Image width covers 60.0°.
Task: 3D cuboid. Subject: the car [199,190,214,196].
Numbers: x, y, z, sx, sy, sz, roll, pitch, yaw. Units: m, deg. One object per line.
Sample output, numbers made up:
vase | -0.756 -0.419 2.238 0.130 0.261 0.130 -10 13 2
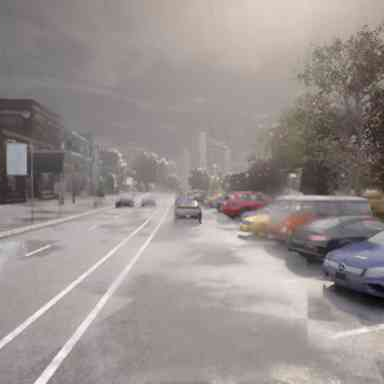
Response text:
car | 3.826 1.026 46.242 4.553 1.767 2.185 1 0 -24

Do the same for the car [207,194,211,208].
car | 4.516 1.220 34.380 4.892 1.521 2.231 1 1 -23

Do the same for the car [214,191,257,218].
car | 4.897 1.028 25.491 5.566 2.045 2.435 1 0 -22

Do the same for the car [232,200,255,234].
car | 4.949 1.343 16.500 5.366 1.575 1.946 1 1 -21

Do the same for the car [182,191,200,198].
car | -0.229 0.578 90.650 4.553 1.767 2.185 0 2 -27

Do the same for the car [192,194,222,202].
car | 2.772 1.087 61.068 5.008 1.535 2.097 1 0 -25

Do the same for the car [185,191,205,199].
car | 0.753 0.787 81.764 4.553 1.767 2.185 0 1 -27

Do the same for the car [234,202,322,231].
car | 5.050 1.364 19.539 4.674 1.452 2.002 1 1 -22

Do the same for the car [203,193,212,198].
car | 4.176 1.213 40.306 4.792 1.488 2.163 1 1 -23

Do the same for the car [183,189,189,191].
car | 1.437 0.751 75.878 5.566 2.045 2.435 0 0 -26

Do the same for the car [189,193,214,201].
car | 1.988 1.050 69.946 5.008 1.535 2.097 0 0 -26

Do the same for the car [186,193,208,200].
car | 1.125 0.992 78.840 4.792 1.488 2.163 0 1 -26

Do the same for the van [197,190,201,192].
van | 3.569 0.899 52.232 4.442 1.987 1.878 1 0 -24

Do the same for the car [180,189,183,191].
car | 0.425 0.602 84.712 5.566 2.045 2.435 0 2 -27

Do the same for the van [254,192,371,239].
van | 5.078 1.145 13.552 4.442 1.987 1.878 1 1 -21

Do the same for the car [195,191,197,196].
car | 3.027 1.099 58.101 5.008 1.535 2.097 1 0 -25

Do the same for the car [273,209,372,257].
car | 5.230 1.438 10.630 4.674 1.452 2.002 1 0 -21

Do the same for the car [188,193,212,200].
car | 1.717 1.032 72.903 4.892 1.521 2.231 0 1 -26

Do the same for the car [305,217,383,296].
car | 5.247 1.463 7.676 4.674 1.452 2.002 0 1 -20

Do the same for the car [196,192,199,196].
car | 3.673 1.137 49.212 5.008 1.535 2.097 1 1 -24

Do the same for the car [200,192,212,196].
car | 4.031 1.167 43.286 5.008 1.535 2.097 1 0 -24

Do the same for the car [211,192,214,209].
car | 4.608 1.112 31.407 4.553 1.767 2.185 1 0 -23

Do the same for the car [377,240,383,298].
car | 5.287 1.488 4.729 4.674 1.452 2.002 1 0 -21

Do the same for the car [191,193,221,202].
car | 2.697 1.074 64.107 5.366 1.575 1.946 1 0 -25

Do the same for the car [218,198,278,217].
car | 4.763 1.298 28.444 4.674 1.452 2.002 1 1 -22

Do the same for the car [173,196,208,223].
car | -0.311 1.304 23.427 2.128 1.511 4.902 0 1 -2

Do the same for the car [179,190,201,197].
car | -0.648 0.366 93.561 5.566 2.045 2.435 0 2 -27

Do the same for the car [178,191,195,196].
car | -1.101 1.050 41.265 2.097 1.767 4.553 0 0 -3

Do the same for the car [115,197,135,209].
car | -8.230 1.311 40.954 1.895 1.301 4.718 0 0 -3

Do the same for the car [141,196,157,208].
car | -5.562 1.219 43.313 1.812 1.442 4.674 0 0 -3
